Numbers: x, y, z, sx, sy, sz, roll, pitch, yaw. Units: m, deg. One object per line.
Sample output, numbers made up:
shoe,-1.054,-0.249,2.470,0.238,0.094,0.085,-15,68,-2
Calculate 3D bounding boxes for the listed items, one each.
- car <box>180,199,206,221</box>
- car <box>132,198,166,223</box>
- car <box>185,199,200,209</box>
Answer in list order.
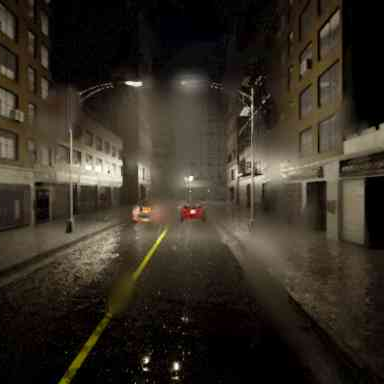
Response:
car,0.077,1.472,26.625,2.163,1.488,4.792,0,0,0
car,-3.120,1.322,24.881,2.097,1.767,4.553,0,0,0
car,0.062,1.566,44.487,1.895,1.301,4.718,0,0,0
